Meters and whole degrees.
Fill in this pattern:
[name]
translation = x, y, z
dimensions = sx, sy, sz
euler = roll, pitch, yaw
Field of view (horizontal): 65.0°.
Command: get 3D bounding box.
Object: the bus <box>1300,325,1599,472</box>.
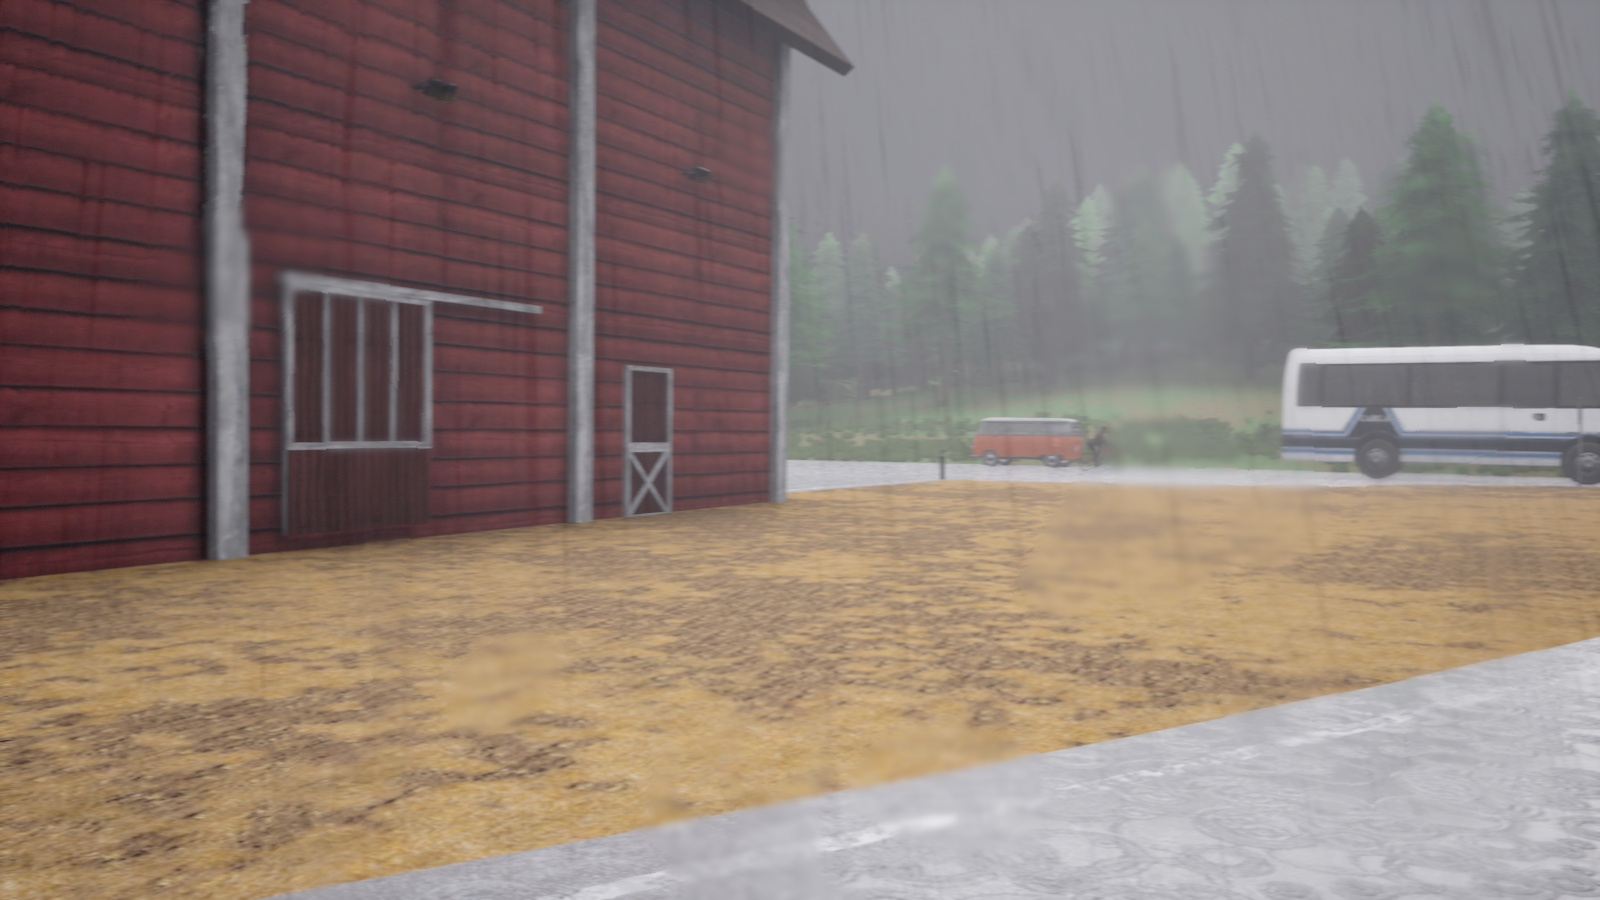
[bus]
translation = 21.520, -1.536, 39.556
dimensions = 10.273, 4.253, 3.944
euler = 0, 1, 30

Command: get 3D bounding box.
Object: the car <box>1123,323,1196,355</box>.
[car]
translation = 26.293, -8.099, 92.037
dimensions = 2.242, 1.667, 4.611
euler = -2, -2, -39

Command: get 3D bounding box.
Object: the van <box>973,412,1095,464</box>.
[van]
translation = 9.392, -0.477, 50.475
dimensions = 4.442, 1.987, 1.775
euler = 0, 1, 30

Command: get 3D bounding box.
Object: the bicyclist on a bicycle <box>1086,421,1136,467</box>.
[bicyclist on a bicycle]
translation = 11.235, -0.211, 45.412
dimensions = 1.656, 1.620, 0.582
euler = 0, 1, 30
